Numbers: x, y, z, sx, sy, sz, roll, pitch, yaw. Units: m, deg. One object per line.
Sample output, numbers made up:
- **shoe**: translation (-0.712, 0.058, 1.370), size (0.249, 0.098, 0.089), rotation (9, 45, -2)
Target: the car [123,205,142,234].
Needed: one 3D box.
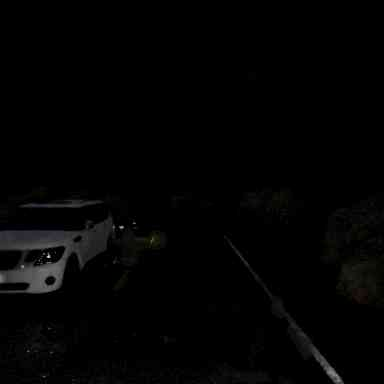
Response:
- **car**: translation (-4.038, 1.542, 19.228), size (1.837, 1.490, 4.892), rotation (0, 0, -11)

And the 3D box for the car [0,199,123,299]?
- **car**: translation (-3.574, 1.239, 8.831), size (2.150, 2.045, 5.566), rotation (0, 0, 0)
